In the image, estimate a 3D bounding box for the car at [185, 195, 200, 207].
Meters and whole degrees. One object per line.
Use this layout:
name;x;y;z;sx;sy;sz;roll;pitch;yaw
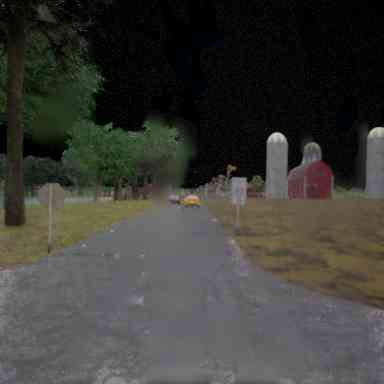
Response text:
car;0.049;1.222;46.687;1.882;1.535;5.008;1;0;0

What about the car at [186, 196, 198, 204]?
car;0.049;1.365;57.138;1.895;1.301;4.718;1;0;0

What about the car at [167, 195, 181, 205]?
car;-2.699;1.159;51.276;1.882;1.535;5.008;1;0;0
